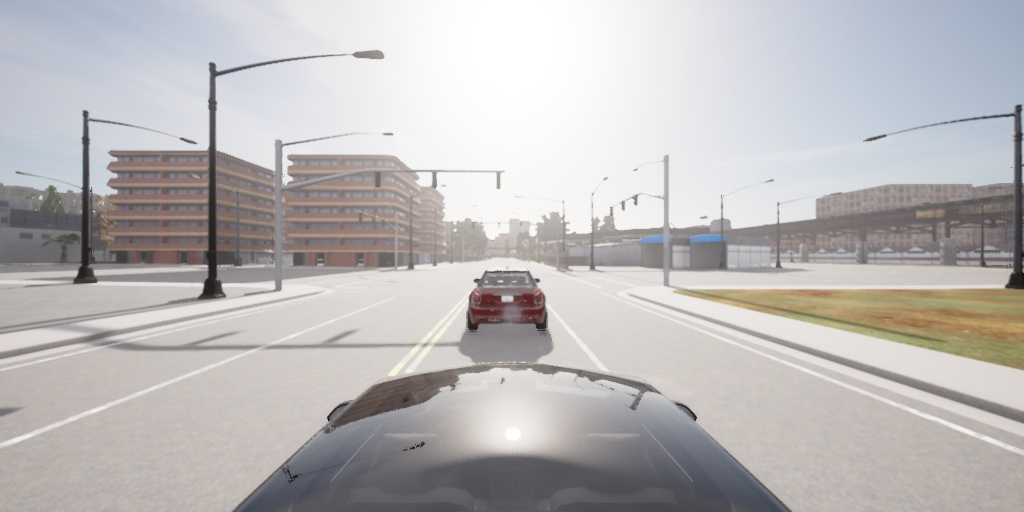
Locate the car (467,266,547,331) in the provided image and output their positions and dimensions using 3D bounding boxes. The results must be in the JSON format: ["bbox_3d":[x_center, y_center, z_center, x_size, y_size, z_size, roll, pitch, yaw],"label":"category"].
[{"bbox_3d":[-0.156,1.101,11.187,2.097,1.767,4.553,0,0,-1],"label":"car"}]
